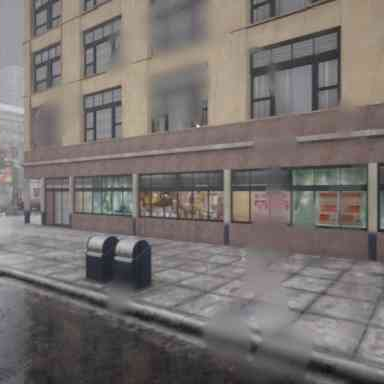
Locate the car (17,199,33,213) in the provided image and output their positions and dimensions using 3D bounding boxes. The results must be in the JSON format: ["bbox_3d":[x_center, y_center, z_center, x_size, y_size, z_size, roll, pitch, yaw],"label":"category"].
[{"bbox_3d":[-17.396,1.497,38.368,1.882,1.535,5.008,0,0,36],"label":"car"}]

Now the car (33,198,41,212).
[{"bbox_3d":[-14.339,1.522,36.610,1.837,1.490,4.892,0,0,36],"label":"car"}]
